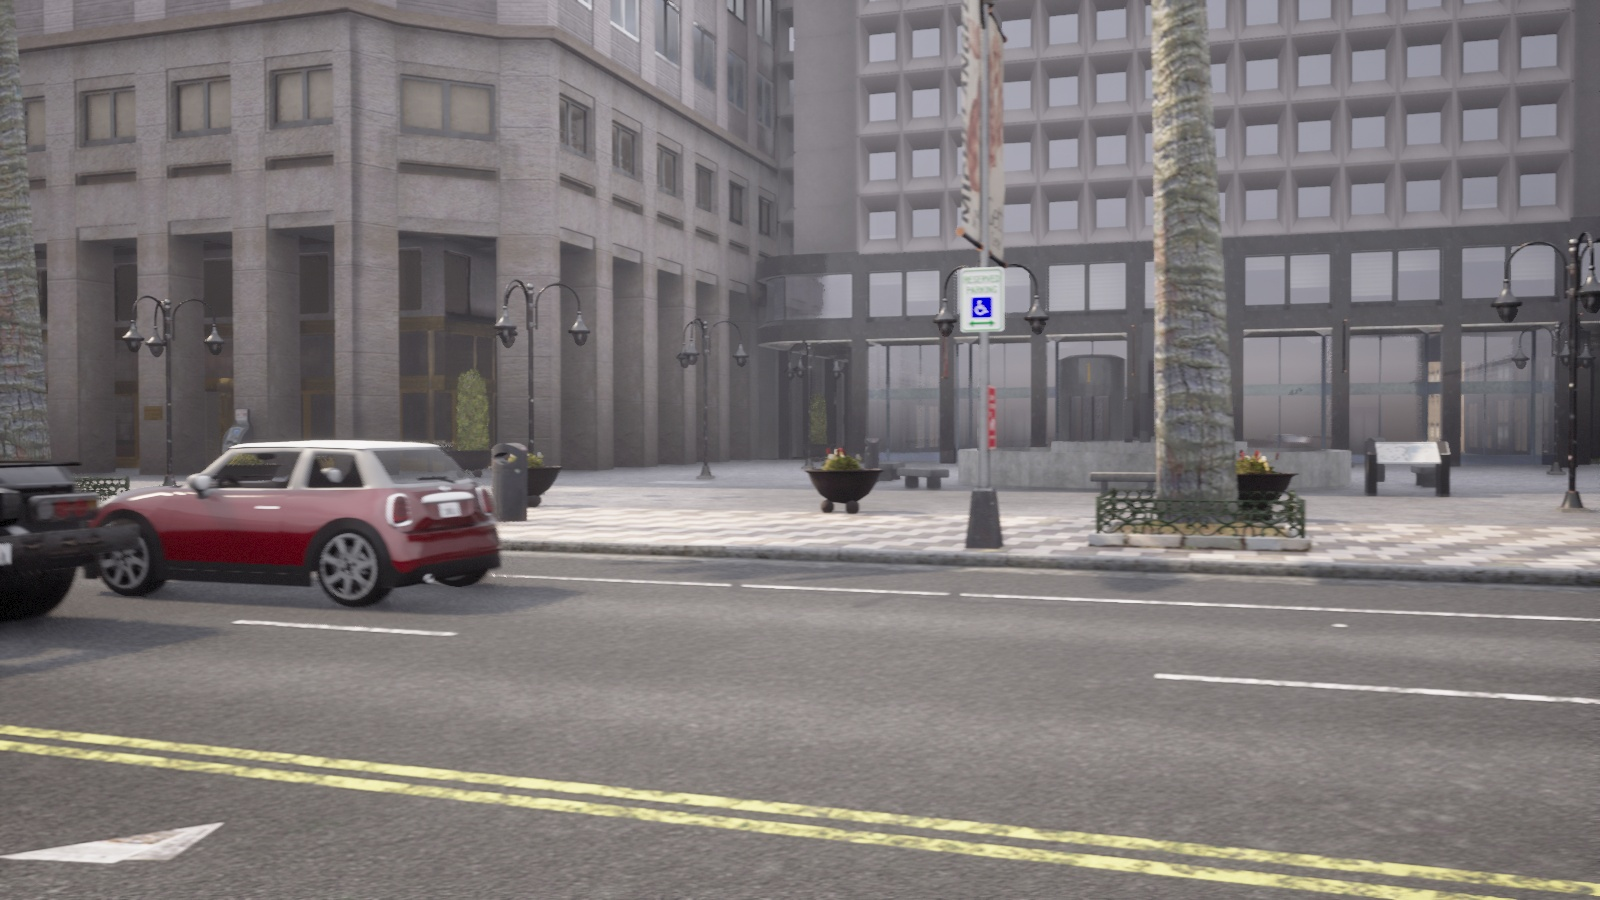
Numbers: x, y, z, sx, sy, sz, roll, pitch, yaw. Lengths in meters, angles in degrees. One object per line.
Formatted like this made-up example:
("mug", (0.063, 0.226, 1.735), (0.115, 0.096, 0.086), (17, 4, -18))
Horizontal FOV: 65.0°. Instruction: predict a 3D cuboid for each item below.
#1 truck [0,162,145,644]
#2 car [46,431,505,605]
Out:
("truck", (-9.557, -0.374, 10.136), (7.936, 3.462, 2.891), (1, 1, 19))
("car", (-5.087, 0.561, 12.324), (3.806, 1.475, 1.970), (1, 1, 19))
